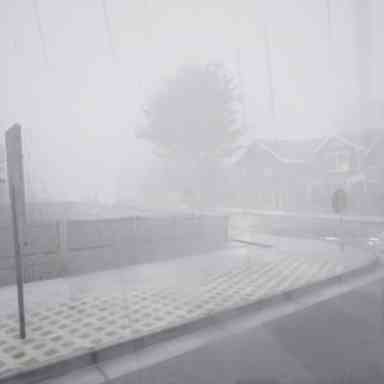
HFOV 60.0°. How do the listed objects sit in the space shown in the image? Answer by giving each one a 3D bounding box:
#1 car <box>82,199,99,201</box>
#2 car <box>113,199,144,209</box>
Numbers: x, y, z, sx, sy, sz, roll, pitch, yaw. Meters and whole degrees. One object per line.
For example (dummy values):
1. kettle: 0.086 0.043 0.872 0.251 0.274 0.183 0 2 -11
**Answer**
1. car: -15.474 1.167 50.681 2.033 1.411 5.357 -4 2 -30
2. car: -7.192 1.445 36.779 2.033 1.411 5.357 -4 2 -32
